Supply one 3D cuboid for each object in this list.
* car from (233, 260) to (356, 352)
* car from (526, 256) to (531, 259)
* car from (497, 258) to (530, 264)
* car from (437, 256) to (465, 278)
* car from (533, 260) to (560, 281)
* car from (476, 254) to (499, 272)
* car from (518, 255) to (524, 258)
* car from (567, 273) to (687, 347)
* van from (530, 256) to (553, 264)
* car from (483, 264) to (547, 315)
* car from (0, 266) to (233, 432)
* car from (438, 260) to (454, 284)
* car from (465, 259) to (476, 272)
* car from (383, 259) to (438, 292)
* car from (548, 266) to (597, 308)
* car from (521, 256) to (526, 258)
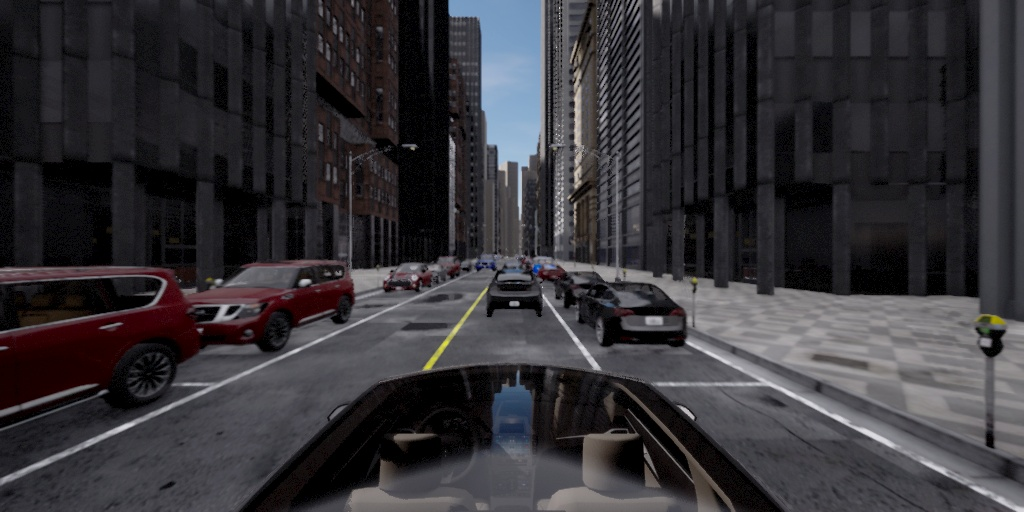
[{"bbox_3d":[-5.762,1.036,9.039,2.192,1.841,5.009,0,0,0],"label":"car"},{"bbox_3d":[2.764,1.060,37.101,1.967,1.591,4.097,0,0,0],"label":"car"},{"bbox_3d":[0.087,1.140,29.118,2.128,1.511,4.902,0,0,0],"label":"car"},{"bbox_3d":[-5.761,0.955,31.477,2.192,1.841,5.009,0,0,0],"label":"car"},{"bbox_3d":[2.764,1.205,25.883,1.888,1.381,4.507,0,0,0],"label":"car"},{"bbox_3d":[-3.092,0.821,43.429,2.150,2.045,5.566,0,0,0],"label":"car"},{"bbox_3d":[2.764,0.847,65.146,2.192,1.841,5.009,0,0,0],"label":"car"},{"bbox_3d":[2.764,1.288,9.056,1.948,1.339,4.313,0,0,0],"label":"car"},{"bbox_3d":[2.764,0.981,31.492,1.690,1.789,3.998,0,0,0],"label":"van"},{"bbox_3d":[0.085,1.209,13.290,1.837,1.490,4.892,0,0,0],"label":"car"},{"bbox_3d":[-5.762,1.058,3.431,2.192,1.841,5.009,0,0,0],"label":"car"},{"bbox_3d":[-5.761,1.210,25.868,2.007,1.370,4.403,0,0,0],"label":"car"},{"bbox_3d":[-5.761,1.167,42.696,1.948,1.339,4.313,0,0,0],"label":"car"},{"bbox_3d":[-5.762,1.120,20.259,1.967,1.591,4.097,0,0,0],"label":"car"},{"bbox_3d":[2.764,1.267,14.665,1.948,1.339,4.313,0,0,0],"label":"car"},{"bbox_3d":[2.764,1.131,59.537,1.802,1.307,4.207,0,0,0],"label":"car"}]
